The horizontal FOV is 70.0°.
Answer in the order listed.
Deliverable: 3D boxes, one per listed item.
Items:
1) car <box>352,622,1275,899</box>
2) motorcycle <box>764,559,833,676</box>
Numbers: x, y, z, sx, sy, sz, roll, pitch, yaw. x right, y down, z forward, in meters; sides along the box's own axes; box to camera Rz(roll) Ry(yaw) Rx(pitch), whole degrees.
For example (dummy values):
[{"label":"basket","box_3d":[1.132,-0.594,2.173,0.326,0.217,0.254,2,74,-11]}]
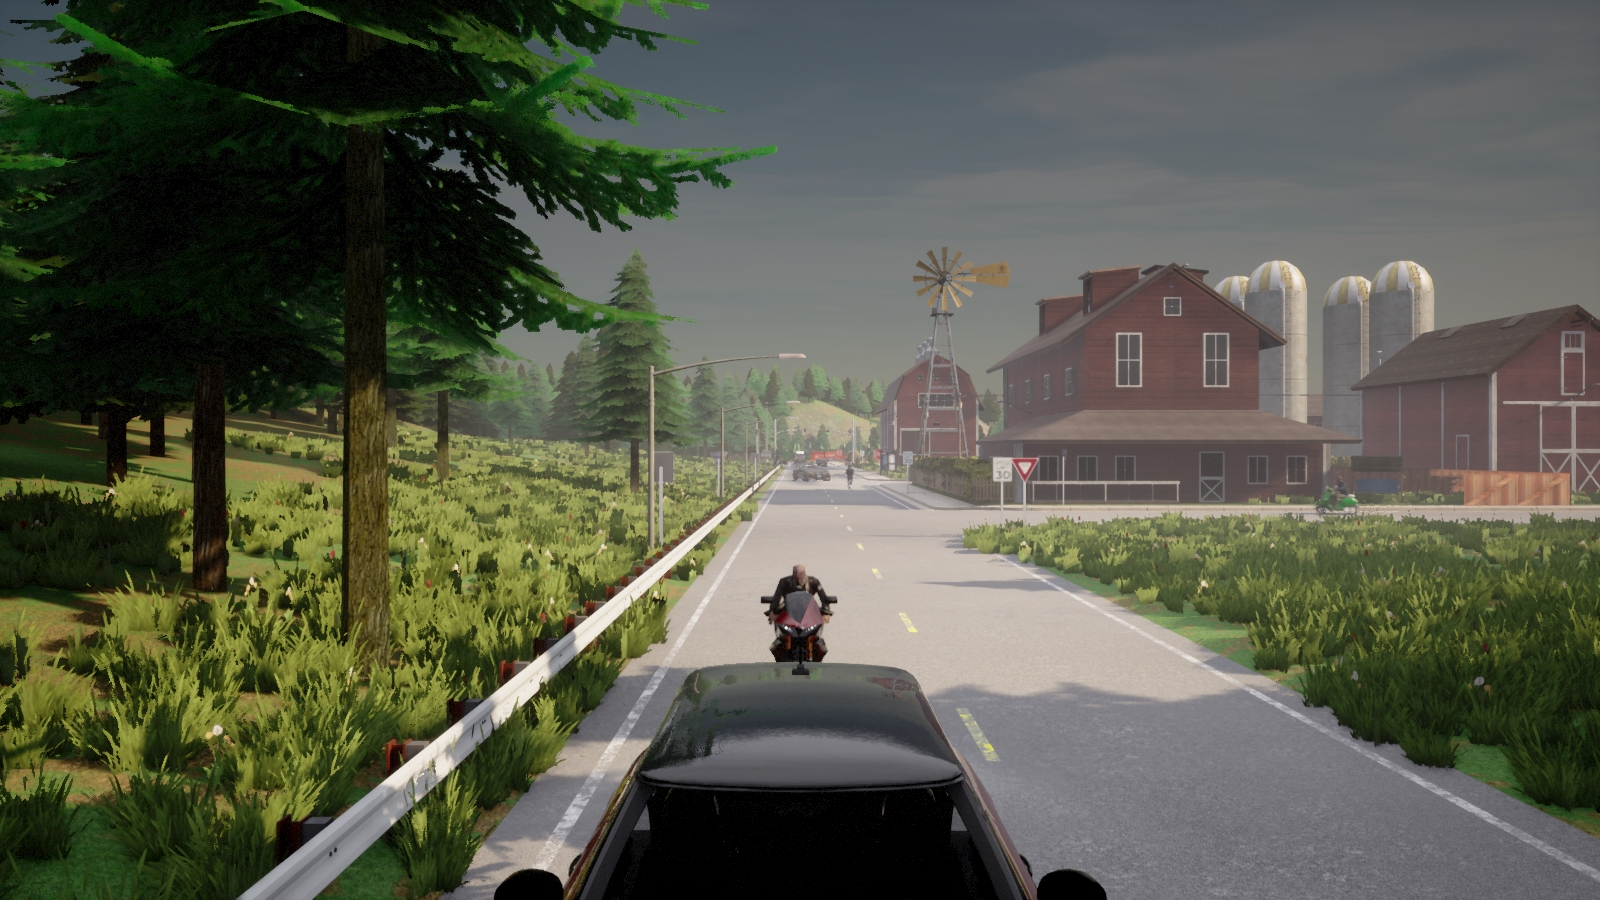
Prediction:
[{"label":"car","box_3d":[0.033,1.906,4.501,2.097,1.767,4.553,0,0,0]},{"label":"motorcycle","box_3d":[-0.024,2.205,15.417,0.867,1.251,2.209,0,0,0]}]
